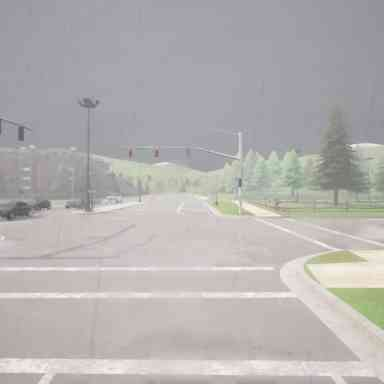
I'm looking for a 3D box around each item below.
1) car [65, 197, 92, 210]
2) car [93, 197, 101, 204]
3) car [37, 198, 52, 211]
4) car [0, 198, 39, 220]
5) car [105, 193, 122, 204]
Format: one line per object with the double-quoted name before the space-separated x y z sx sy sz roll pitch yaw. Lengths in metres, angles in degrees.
"car" -15.027 1.525 43.504 1.812 1.442 4.674 0 0 0
"car" -18.442 1.601 61.739 1.895 1.301 4.718 0 0 0
"car" -18.551 1.491 39.827 2.128 1.511 4.902 0 0 0
"car" -15.067 1.507 27.704 1.837 1.490 4.892 0 -1 0
"car" -14.924 1.217 63.577 2.150 2.045 5.566 0 0 0
